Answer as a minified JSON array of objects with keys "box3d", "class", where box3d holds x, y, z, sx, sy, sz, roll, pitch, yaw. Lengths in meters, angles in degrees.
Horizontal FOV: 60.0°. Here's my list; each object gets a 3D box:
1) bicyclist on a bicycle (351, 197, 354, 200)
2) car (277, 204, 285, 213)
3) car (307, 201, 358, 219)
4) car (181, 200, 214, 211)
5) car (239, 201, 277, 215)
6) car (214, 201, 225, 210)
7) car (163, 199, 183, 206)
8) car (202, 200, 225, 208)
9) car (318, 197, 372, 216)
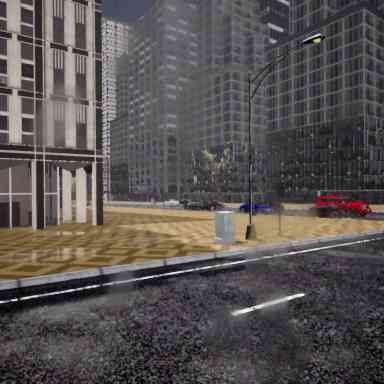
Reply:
[{"box3d":[21.996,1.578,45.642,1.656,1.620,0.582,-1,0,-35],"class":"bicyclist on a bicycle"},{"box3d":[9.988,1.964,43.828,1.837,1.490,4.892,-1,-1,-35],"class":"car"},{"box3d":[13.627,1.881,33.063,1.994,1.385,4.181,-1,-1,-35],"class":"car"},{"box3d":[0.777,2.267,51.227,1.895,1.301,4.718,-1,-1,-35],"class":"car"},{"box3d":[7.813,2.001,41.272,1.812,1.442,4.674,-1,-1,-36],"class":"car"},{"box3d":[3.135,2.150,53.531,1.837,1.490,4.892,-1,0,-35],"class":"car"},{"box3d":[-4.378,2.252,69.890,1.812,1.442,4.674,-1,-1,-35],"class":"car"},{"box3d":[4.040,2.311,63.634,1.895,1.301,4.718,-1,-1,-35],"class":"car"},{"box3d":[15.957,1.518,35.392,2.150,2.045,5.566,-1,-1,-35],"class":"car"}]
